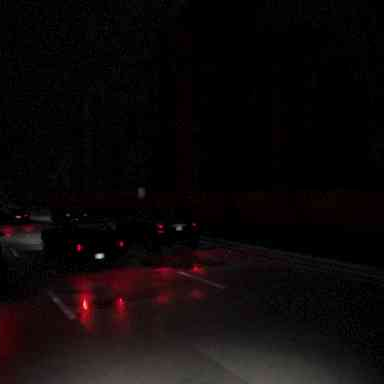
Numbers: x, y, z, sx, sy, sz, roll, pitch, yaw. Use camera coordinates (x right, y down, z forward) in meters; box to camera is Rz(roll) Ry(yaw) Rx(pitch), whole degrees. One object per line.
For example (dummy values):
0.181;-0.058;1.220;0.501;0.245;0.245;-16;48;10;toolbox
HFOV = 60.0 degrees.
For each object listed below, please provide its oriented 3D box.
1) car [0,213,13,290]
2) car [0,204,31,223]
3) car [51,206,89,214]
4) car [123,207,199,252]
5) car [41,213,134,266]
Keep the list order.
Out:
-5.938;1.531;8.512;2.128;1.511;4.902;0;0;-34;car
-14.088;1.653;26.423;1.812;1.442;4.674;0;0;-35;car
-9.717;1.737;26.243;1.895;1.301;4.718;0;0;-34;car
-1.689;1.437;14.700;2.097;1.767;4.553;0;0;-34;car
-4.036;1.664;11.929;1.895;1.301;4.718;0;0;-34;car
